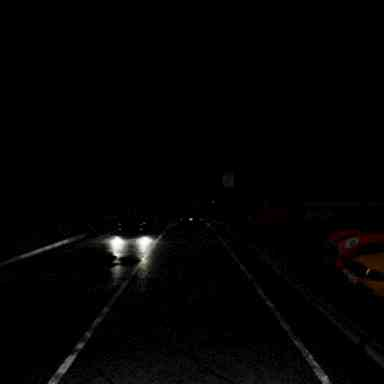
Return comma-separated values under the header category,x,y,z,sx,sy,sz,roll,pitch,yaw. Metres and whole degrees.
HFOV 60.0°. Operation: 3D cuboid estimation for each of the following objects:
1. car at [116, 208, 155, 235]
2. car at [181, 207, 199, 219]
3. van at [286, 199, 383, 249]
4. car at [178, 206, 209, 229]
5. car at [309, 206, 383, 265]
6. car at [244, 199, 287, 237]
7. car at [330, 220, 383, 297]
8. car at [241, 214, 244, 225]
category,x,y,z,sx,sy,sz,roll,pitch,yaw
car,-3.500,1.781,21.189,1.882,1.535,5.008,0,-2,0
car,-0.222,2.596,41.969,2.128,1.511,4.902,0,-3,0
van,6.305,1.366,13.048,4.442,1.987,1.878,0,-1,-1
car,-0.082,1.952,24.695,2.033,1.411,5.357,0,-2,0
car,6.258,1.423,10.009,4.553,1.767,2.185,0,-1,-1
car,6.133,1.450,19.238,5.566,2.045,2.435,0,-1,-1
car,6.078,1.515,7.087,5.366,1.575,1.946,0,-1,-1
car,6.059,1.769,22.149,5.008,1.535,2.097,0,-1,-1
